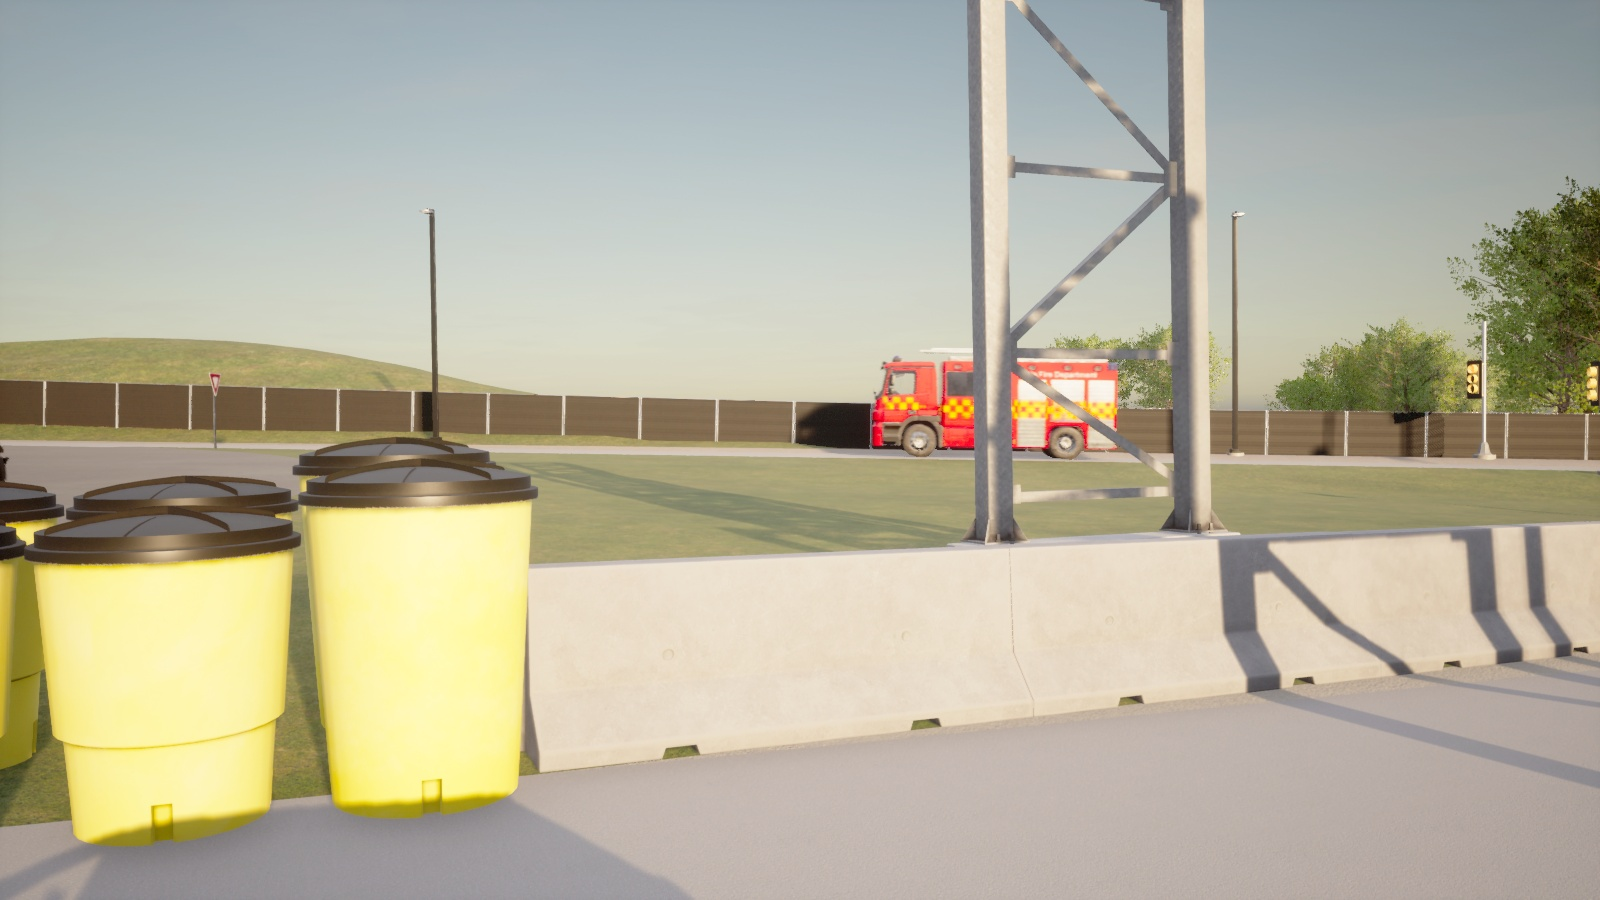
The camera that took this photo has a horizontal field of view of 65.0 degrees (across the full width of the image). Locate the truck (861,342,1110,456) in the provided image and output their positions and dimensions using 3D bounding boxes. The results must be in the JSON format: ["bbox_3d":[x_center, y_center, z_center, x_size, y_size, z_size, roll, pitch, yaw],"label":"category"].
[{"bbox_3d":[6.424,-1.778,44.447,8.468,3.827,2.891,0,2,4],"label":"truck"}]

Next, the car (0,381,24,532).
[{"bbox_3d":[-10.764,0.132,14.174,1.905,1.878,3.866,-1,2,-7],"label":"car"}]
